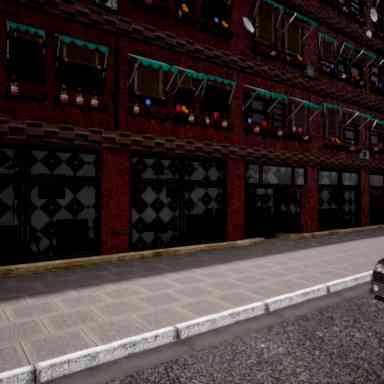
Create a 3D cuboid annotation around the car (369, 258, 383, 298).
[{"bbox_3d":[5.643,1.566,7.119,4.181,1.385,1.994,0,0,-36],"label":"car"}]
